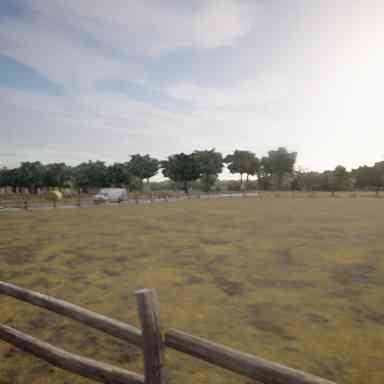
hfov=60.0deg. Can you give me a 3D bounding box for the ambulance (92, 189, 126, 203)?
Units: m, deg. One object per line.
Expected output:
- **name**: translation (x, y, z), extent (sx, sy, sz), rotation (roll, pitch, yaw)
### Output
- **ambulance**: translation (-14.466, 0.682, 58.258), extent (2.351, 2.431, 6.366), rotation (2, 2, 35)
